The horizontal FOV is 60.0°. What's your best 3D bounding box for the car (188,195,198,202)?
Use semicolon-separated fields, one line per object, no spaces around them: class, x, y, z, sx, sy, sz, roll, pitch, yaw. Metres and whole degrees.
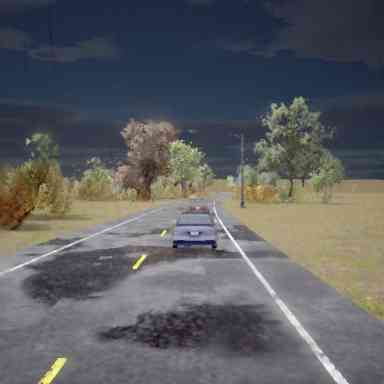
car;0.244;1.398;77.804;1.882;1.535;5.008;0;0;5

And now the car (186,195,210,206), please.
car;0.551;1.348;29.557;2.097;1.767;4.553;0;0;2

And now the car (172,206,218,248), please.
car;0.139;1.554;14.621;2.033;1.411;5.357;0;0;1
